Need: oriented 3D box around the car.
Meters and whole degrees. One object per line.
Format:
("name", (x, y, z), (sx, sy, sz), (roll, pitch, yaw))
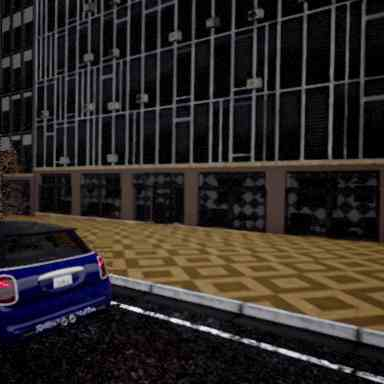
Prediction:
("car", (-3.636, 1.304, 6.034), (4.553, 1.767, 2.097), (0, 0, 34))
